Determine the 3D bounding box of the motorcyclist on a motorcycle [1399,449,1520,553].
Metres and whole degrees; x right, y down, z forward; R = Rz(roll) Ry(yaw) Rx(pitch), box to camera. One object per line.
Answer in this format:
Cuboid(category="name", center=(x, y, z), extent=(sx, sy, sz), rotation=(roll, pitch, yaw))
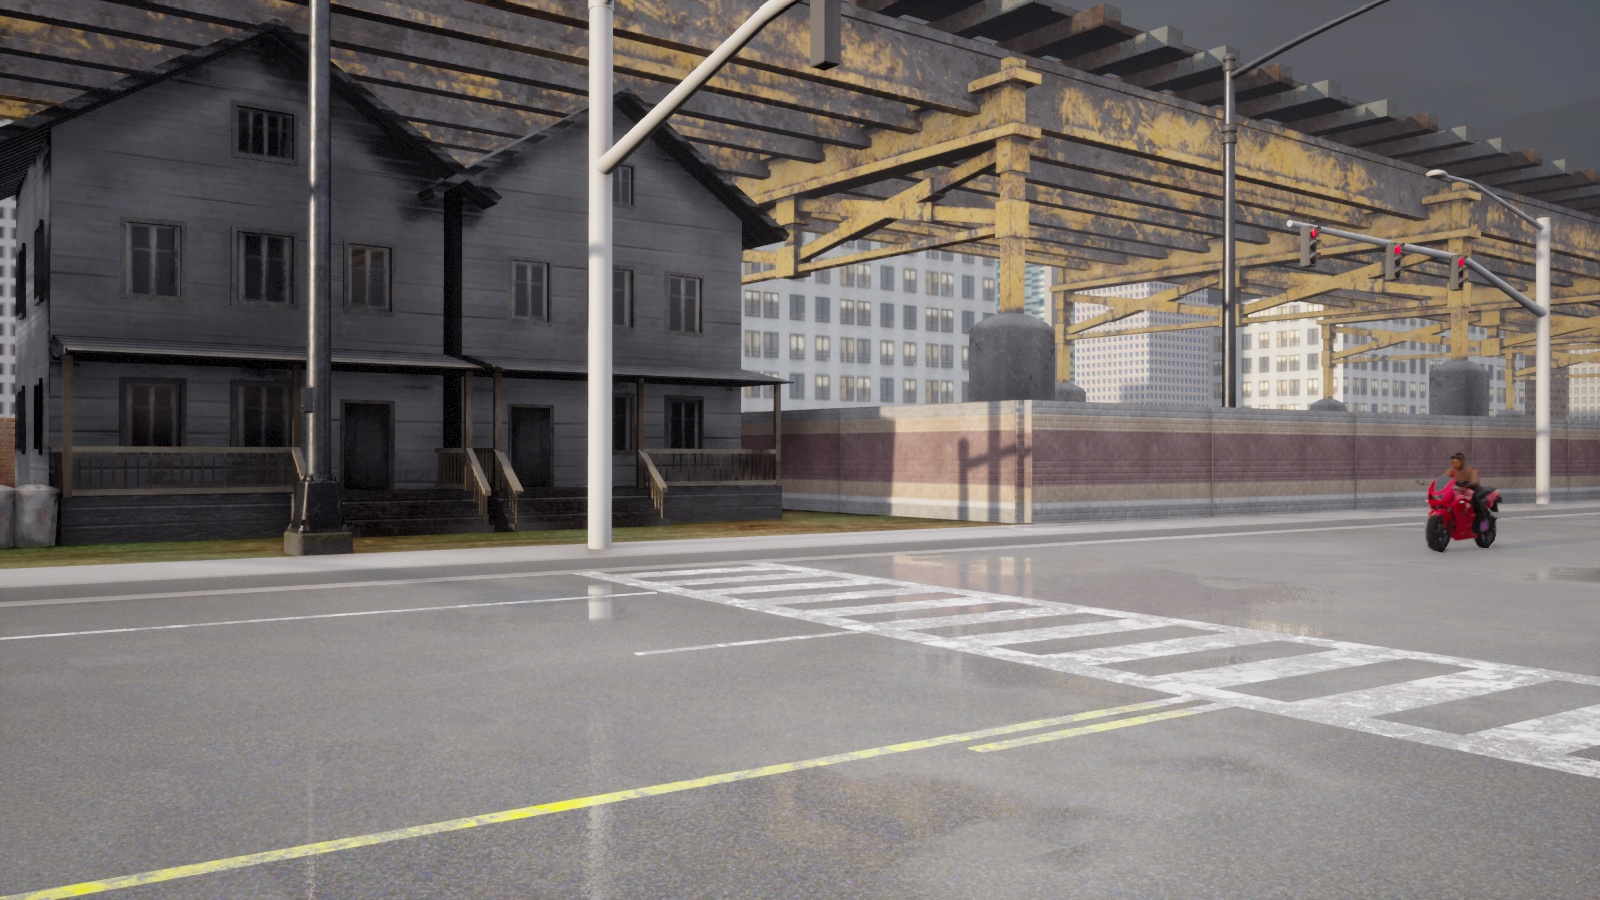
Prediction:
Cuboid(category="motorcyclist on a motorcycle", center=(10.192, 0.753, 19.375), extent=(2.044, 1.523, 0.797), rotation=(0, 0, -35))
